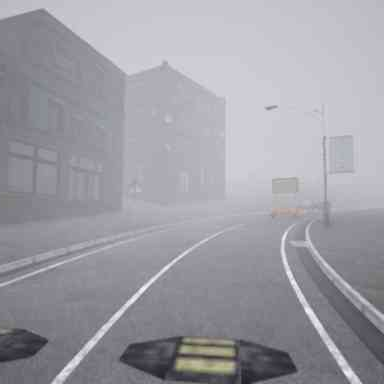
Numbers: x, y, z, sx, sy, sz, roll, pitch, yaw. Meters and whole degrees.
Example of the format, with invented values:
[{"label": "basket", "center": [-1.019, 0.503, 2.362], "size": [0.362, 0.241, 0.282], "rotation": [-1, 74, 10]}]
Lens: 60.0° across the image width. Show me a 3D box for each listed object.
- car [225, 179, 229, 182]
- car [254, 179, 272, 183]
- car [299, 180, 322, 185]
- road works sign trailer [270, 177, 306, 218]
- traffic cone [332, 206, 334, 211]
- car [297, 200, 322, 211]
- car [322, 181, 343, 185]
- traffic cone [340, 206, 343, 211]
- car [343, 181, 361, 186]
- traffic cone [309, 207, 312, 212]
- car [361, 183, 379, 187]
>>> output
[{"label": "car", "center": [5.855, -2.578, 73.285], "size": [4.553, 1.767, 2.185], "rotation": [1, -5, -13]}, {"label": "car", "center": [16.522, -2.262, 75.703], "size": [4.892, 1.521, 2.231], "rotation": [1, -5, -13]}, {"label": "car", "center": [27.284, -1.978, 78.270], "size": [4.674, 1.452, 2.002], "rotation": [1, -5, -14]}, {"label": "road works sign trailer", "center": [8.465, 0.479, 29.913], "size": [2.380, 3.560, 2.880], "rotation": [-2, -1, 32]}, {"label": "traffic cone", "center": [16.817, 2.006, 39.776], "size": [0.340, 0.580, 0.340], "rotation": [-4, -3, 37]}, {"label": "car", "center": [15.239, 1.751, 42.890], "size": [4.674, 1.442, 1.812], "rotation": [0, -3, -43]}, {"label": "car", "center": [32.637, -1.868, 79.726], "size": [5.008, 1.535, 2.097], "rotation": [2, -5, -15]}, {"label": "traffic cone", "center": [17.614, 1.957, 39.178], "size": [0.340, 0.580, 0.340], "rotation": [-4, -3, 37]}, {"label": "car", "center": [37.935, -1.836, 81.295], "size": [4.553, 1.767, 2.185], "rotation": [2, -5, -16]}, {"label": "traffic cone", "center": [14.022, 2.082, 39.376], "size": [0.340, 0.580, 0.340], "rotation": [-3, -3, 37]}, {"label": "car", "center": [43.387, -1.508, 83.028], "size": [4.792, 1.488, 2.163], "rotation": [2, -5, -18]}]
